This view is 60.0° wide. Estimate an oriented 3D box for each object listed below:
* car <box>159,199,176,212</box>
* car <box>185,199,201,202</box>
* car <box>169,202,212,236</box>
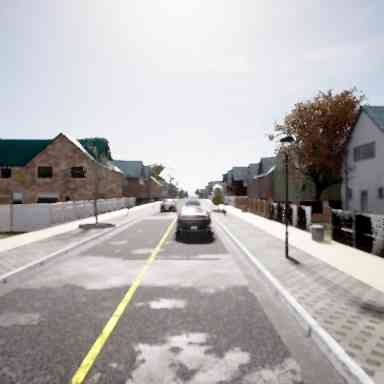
[{"bbox_3d":[-2.762,1.576,39.585,2.128,1.511,4.902,0,0,0],"label":"car"},{"bbox_3d":[0.104,1.568,41.443,1.882,1.535,5.008,0,0,0],"label":"car"},{"bbox_3d":[0.101,1.512,18.450,2.128,1.511,4.902,0,0,0],"label":"car"}]
